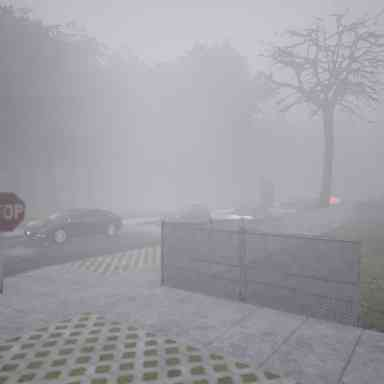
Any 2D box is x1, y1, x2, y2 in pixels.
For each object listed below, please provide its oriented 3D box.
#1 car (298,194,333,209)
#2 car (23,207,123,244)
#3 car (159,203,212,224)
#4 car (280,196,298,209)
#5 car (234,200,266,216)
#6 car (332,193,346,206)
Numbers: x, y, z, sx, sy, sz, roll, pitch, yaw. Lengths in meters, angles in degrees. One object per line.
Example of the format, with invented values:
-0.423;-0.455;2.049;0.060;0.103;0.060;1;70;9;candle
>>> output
14.784;1.281;39.631;2.128;1.511;4.902;2;2;36;car
-5.619;1.529;16.276;1.837;1.490;4.892;2;1;36;car
-0.330;1.532;23.608;1.812;1.442;4.674;2;2;36;car
12.687;1.191;41.577;1.882;1.535;5.008;2;2;36;car
5.719;1.461;32.002;1.994;1.385;4.181;2;2;35;car
20.818;0.976;48.067;2.097;1.767;4.553;2;2;36;car
